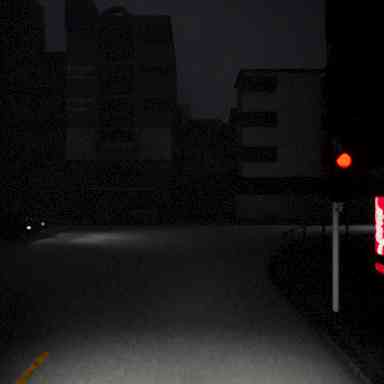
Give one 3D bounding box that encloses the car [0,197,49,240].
[{"bbox_3d":[-10.093,1.215,16.365,5.566,2.045,2.150,0,0,0],"label":"car"}]
